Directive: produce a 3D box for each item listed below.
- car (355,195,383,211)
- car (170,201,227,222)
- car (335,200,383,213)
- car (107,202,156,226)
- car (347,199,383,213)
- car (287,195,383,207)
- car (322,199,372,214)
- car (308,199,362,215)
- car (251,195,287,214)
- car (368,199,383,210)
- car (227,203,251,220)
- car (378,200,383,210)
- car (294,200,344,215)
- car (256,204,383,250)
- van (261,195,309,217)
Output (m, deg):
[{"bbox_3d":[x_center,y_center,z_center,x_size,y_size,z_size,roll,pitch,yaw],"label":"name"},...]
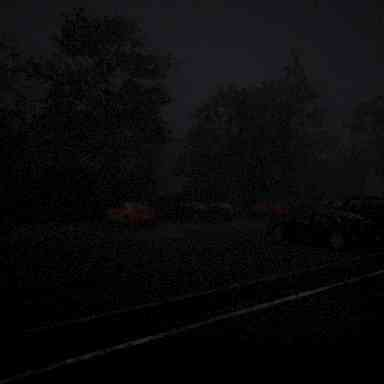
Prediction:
[{"bbox_3d":[25.111,1.500,44.389,2.435,2.045,5.566,1,0,-36],"label":"car"},{"bbox_3d":[0.159,1.484,26.617,2.097,1.535,5.008,0,0,-35],"label":"car"},{"bbox_3d":[20.580,1.726,41.148,2.163,1.488,4.792,1,0,-36],"label":"car"},{"bbox_3d":[-4.371,1.465,23.379,2.097,1.535,5.008,0,0,-35],"label":"car"},{"bbox_3d":[22.811,1.752,42.815,2.163,1.488,4.792,1,0,-36],"label":"car"},{"bbox_3d":[7.729,1.233,15.979,2.435,2.045,5.566,0,0,-35],"label":"car"},{"bbox_3d":[18.301,1.669,39.548,2.097,1.535,5.008,1,0,-36],"label":"car"},{"bbox_3d":[16.138,1.640,37.782,1.946,1.575,5.366,1,0,-36],"label":"car"},{"bbox_3d":[6.985,1.415,31.437,2.185,1.767,4.553,1,0,-36],"label":"car"},{"bbox_3d":[27.362,1.782,46.027,2.097,1.535,5.008,1,0,-36],"label":"car"},{"bbox_3d":[2.430,1.540,28.231,2.002,1.452,4.674,0,0,-35],"label":"car"},{"bbox_3d":[29.525,1.851,47.576,2.002,1.452,4.674,1,0,-36],"label":"car"},{"bbox_3d":[13.766,1.656,36.312,2.002,1.452,4.674,1,0,-36],"label":"car"},{"bbox_3d":[5.466,1.474,14.326,2.231,1.521,4.892,0,0,-35],"label":"car"},{"bbox_3d":[9.164,1.337,33.172,1.878,1.987,4.442,1,0,-35],"label":"van"}]
